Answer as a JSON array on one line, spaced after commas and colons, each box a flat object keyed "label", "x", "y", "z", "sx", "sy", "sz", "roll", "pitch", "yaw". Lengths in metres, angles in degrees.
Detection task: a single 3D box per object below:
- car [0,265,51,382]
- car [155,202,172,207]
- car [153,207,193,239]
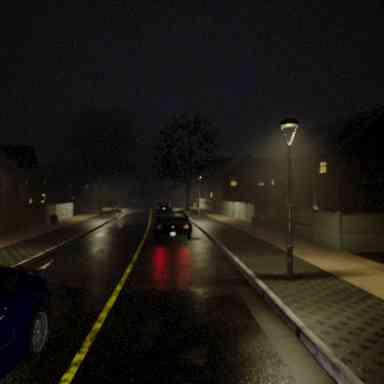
[{"label": "car", "x": -2.925, "y": 1.552, "z": 3.265, "sx": 1.812, "sy": 1.442, "sz": 4.674, "roll": 0, "pitch": 0, "yaw": -3}, {"label": "car", "x": -3.335, "y": 1.809, "z": 38.868, "sx": 1.994, "sy": 1.385, "sz": 4.181, "roll": 0, "pitch": 0, "yaw": -7}, {"label": "car", "x": -1.077, "y": 1.685, "z": 17.802, "sx": 1.895, "sy": 1.301, "sz": 4.718, "roll": 0, "pitch": 0, "yaw": -5}]
